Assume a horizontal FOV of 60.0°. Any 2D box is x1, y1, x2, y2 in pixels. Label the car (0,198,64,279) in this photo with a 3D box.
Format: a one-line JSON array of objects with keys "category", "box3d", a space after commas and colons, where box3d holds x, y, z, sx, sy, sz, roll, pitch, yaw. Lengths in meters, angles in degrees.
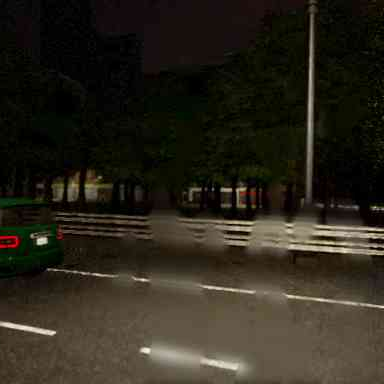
[{"category": "car", "box3d": [-5.925, 1.145, 8.329, 5.566, 2.045, 2.150, 1, 0, 18]}]
